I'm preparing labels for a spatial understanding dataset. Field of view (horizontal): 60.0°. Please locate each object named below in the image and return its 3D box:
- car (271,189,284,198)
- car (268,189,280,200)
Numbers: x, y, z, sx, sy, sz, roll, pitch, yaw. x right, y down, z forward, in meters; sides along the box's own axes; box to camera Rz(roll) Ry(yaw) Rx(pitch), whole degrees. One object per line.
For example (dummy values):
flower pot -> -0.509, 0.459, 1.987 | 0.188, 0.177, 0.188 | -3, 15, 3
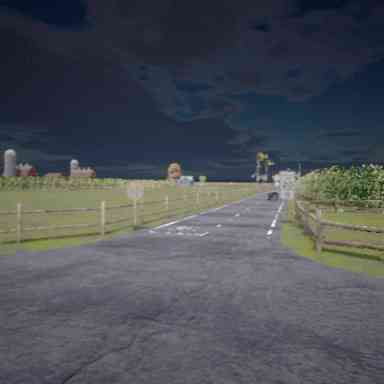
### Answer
car -> 15.040, 0.256, 58.453 | 1.895, 1.301, 4.718 | 1, 2, 17
car -> 12.045, 0.401, 48.058 | 1.837, 1.490, 4.892 | 1, 2, 16
